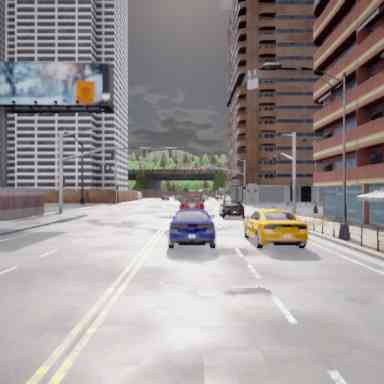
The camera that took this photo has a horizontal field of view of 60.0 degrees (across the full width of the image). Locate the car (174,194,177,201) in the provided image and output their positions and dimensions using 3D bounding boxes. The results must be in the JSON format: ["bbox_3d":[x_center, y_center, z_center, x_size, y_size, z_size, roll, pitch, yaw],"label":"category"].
[{"bbox_3d":[-3.500,1.348,87.113,2.097,1.767,4.553,0,0,0],"label":"car"}]

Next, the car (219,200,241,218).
[{"bbox_3d":[3.500,1.483,29.650,1.882,1.535,5.008,0,0,0],"label":"car"}]

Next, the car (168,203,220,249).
[{"bbox_3d":[0.000,1.483,14.650,1.882,1.535,5.008,0,0,0],"label":"car"}]

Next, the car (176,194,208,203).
[{"bbox_3d":[0.000,1.256,29.680,2.150,2.045,5.566,0,0,0],"label":"car"}]

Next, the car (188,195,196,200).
[{"bbox_3d":[0.000,1.476,90.472,1.994,1.385,4.181,0,0,0],"label":"car"}]

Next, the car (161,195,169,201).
[{"bbox_3d":[-7.000,1.532,87.066,2.033,1.411,5.357,0,0,0],"label":"car"}]

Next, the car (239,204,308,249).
[{"bbox_3d":[3.500,1.483,14.650,1.882,1.535,5.008,0,0,0],"label":"car"}]
